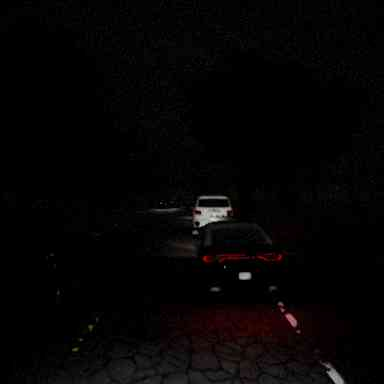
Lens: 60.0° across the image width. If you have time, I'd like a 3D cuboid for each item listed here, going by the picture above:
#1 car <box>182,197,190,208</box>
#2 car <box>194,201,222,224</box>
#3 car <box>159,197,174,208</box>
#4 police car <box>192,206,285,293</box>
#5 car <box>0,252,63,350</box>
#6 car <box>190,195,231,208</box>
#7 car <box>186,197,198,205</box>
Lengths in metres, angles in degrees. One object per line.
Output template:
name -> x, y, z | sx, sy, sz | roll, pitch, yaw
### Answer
car -> 0.075, 1.491, 45.092 | 1.994, 1.385, 4.181 | 0, 0, 1
car -> 1.099, 1.468, 25.036 | 1.837, 1.490, 4.892 | -1, -1, 0
car -> -3.504, 1.470, 46.963 | 1.837, 1.490, 4.892 | -2, -2, 0
police car -> 1.044, 1.431, 9.125 | 1.930, 1.638, 5.238 | -1, 0, 0
car -> -3.604, 1.663, 5.059 | 1.994, 1.385, 4.181 | -1, 0, 0
car -> 1.090, 1.180, 19.053 | 2.150, 2.045, 5.566 | 0, 0, 0
car -> 0.060, 1.541, 58.733 | 1.994, 1.385, 4.181 | -1, 0, 0
